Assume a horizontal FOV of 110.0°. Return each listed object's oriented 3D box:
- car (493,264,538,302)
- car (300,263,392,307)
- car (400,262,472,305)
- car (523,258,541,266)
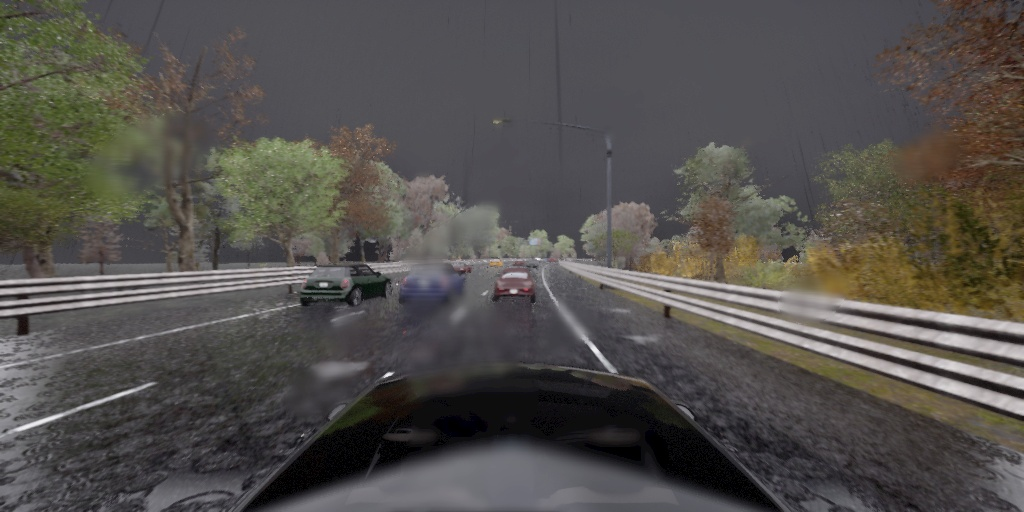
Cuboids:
[{"bbox_3d":[0.190,1.295,17.207,1.812,1.442,4.674,0,0,3],"label":"car"},{"bbox_3d":[-6.910,1.094,15.473,2.097,1.767,4.553,0,0,3],"label":"car"},{"bbox_3d":[-3.366,1.107,16.308,2.097,1.767,4.553,0,0,3],"label":"car"},{"bbox_3d":[3.430,1.450,59.757,1.895,1.301,4.718,0,0,6],"label":"car"}]
